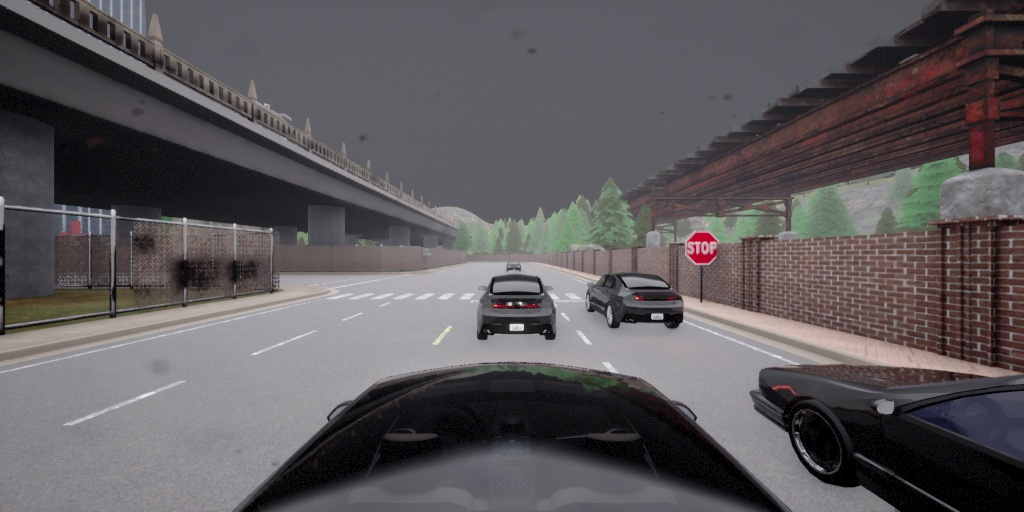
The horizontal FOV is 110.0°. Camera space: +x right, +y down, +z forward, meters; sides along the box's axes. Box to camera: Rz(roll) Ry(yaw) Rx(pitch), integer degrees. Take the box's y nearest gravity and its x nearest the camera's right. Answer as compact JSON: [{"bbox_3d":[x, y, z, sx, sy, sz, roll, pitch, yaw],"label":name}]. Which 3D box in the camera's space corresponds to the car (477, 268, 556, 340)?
[{"bbox_3d":[0.105,1.255,9.948,1.837,1.490,4.892,0,0,0],"label":"car"}]

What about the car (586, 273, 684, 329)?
[{"bbox_3d":[3.607,1.255,11.305,1.837,1.490,4.892,0,0,0],"label":"car"}]

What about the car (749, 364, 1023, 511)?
[{"bbox_3d":[3.600,1.297,1.558,2.033,1.411,5.357,0,0,0],"label":"car"}]

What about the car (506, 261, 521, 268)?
[{"bbox_3d":[0.217,1.351,46.238,1.895,1.301,4.718,0,0,-1],"label":"car"}]
